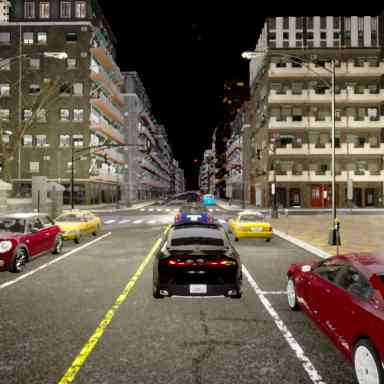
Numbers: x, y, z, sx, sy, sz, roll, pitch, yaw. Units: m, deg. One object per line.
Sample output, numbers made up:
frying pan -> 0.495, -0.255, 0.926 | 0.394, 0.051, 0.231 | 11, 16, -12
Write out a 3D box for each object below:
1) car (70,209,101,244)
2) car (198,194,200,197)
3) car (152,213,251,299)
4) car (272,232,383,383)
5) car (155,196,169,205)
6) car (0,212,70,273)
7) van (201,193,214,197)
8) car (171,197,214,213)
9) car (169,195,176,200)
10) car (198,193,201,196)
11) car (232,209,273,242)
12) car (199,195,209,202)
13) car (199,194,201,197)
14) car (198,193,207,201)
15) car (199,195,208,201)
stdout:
car -> -5.672, 1.530, 15.920 | 1.752, 1.417, 4.829 | 1, 0, 0
car -> 2.737, 1.543, 65.404 | 1.947, 1.339, 4.313 | 1, 0, 0
car -> 0.107, 1.508, 8.457 | 1.837, 1.490, 4.892 | 0, 0, 0
car -> 2.702, 1.547, 4.835 | 1.887, 1.381, 4.507 | 1, 0, 0
car -> -5.647, 1.564, 59.794 | 1.802, 1.307, 4.206 | 1, 0, 0
car -> -5.674, 1.444, 10.476 | 1.967, 1.590, 4.097 | 1, 0, 0
van -> 2.734, 1.329, 54.061 | 1.690, 1.788, 3.998 | 1, 0, 0
car -> 0.131, 1.356, 18.716 | 2.097, 1.767, 4.553 | 0, 0, 1
car -> -5.630, 1.528, 88.149 | 1.802, 1.307, 4.206 | 1, 0, 0
car -> 2.742, 1.411, 71.074 | 1.967, 1.590, 4.097 | 1, 0, 0
car -> 2.709, 1.530, 16.238 | 1.752, 1.417, 4.829 | 1, 0, 0
car -> 2.744, 1.514, 76.745 | 2.008, 1.369, 4.403 | 1, 0, 0
car -> 2.734, 1.527, 59.733 | 1.887, 1.381, 4.507 | 1, 0, 0
car -> 2.754, 1.261, 88.087 | 2.192, 1.841, 5.009 | 1, 0, 0
car -> 2.748, 1.506, 82.415 | 2.008, 1.369, 4.403 | 1, 0, 0
